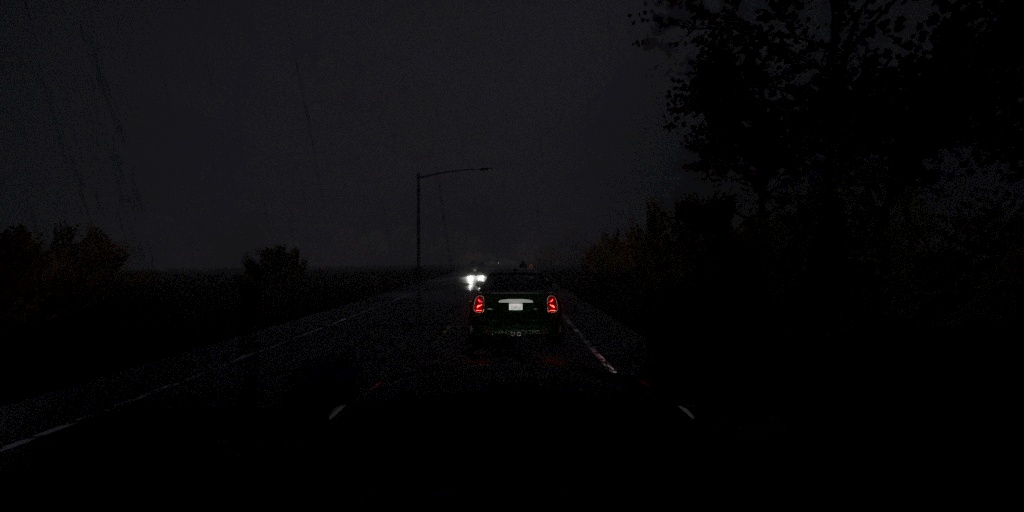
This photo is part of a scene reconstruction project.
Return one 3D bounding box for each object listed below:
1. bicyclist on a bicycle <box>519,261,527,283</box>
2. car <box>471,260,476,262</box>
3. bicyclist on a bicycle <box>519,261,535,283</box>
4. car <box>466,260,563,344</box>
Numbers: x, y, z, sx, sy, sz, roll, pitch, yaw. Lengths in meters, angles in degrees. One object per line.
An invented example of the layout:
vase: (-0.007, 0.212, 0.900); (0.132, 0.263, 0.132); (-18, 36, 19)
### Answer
bicyclist on a bicycle: (0.840, 1.193, 27.224); (0.582, 1.620, 1.656); (0, 0, 0)
car: (-3.829, 1.230, 39.151); (2.128, 1.511, 4.902); (0, 0, -1)
bicyclist on a bicycle: (0.903, 1.181, 17.107); (0.866, 1.612, 1.509); (0, 0, 0)
car: (0.072, 1.099, 9.763); (2.097, 1.767, 4.553); (0, 0, 0)
